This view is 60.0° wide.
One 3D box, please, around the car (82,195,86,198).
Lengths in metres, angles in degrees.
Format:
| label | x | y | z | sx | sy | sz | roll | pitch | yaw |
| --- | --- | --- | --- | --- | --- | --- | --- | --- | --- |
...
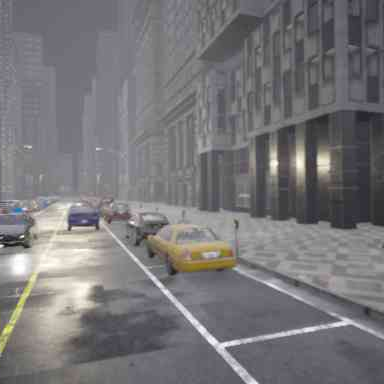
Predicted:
| label | x | y | z | sx | sy | sz | roll | pitch | yaw |
| --- | --- | --- | --- | --- | --- | --- | --- | --- | --- |
| car | -26.508 | 2.097 | 84.759 | 1.802 | 1.307 | 4.206 | -1 | 0 | -19 |

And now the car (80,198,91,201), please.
| label | x | y | z | sx | sy | sz | roll | pitch | yaw |
| --- | --- | --- | --- | --- | --- | --- | --- | --- | --- |
| car | -12.550 | 1.780 | 37.143 | 2.033 | 1.411 | 5.357 | -1 | 0 | -19 |

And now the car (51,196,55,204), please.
| label | x | y | z | sx | sy | sz | roll | pitch | yaw |
| --- | --- | --- | --- | --- | --- | --- | --- | --- | --- |
| car | -28.915 | 2.044 | 65.969 | 2.008 | 1.369 | 4.403 | -1 | 0 | -19 |

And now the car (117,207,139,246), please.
| label | x | y | z | sx | sy | sz | roll | pitch | yaw |
| --- | --- | --- | --- | --- | --- | --- | --- | --- | --- |
| car | -2.113 | 1.611 | 15.669 | 2.008 | 1.369 | 4.403 | -1 | 0 | -19 |

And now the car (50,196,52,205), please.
| label | x | y | z | sx | sy | sz | roll | pitch | yaw |
| --- | --- | --- | --- | --- | --- | --- | --- | --- | --- |
| car | -26.982 | 1.982 | 60.495 | 1.752 | 1.417 | 4.829 | -1 | 0 | -19 |

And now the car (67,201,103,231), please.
| label | x | y | z | sx | sy | sz | roll | pitch | yaw |
| --- | --- | --- | --- | --- | --- | --- | --- | --- | --- |
| car | -7.212 | 1.613 | 22.061 | 1.882 | 1.535 | 5.008 | -1 | 0 | -19 |

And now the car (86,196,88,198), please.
| label | x | y | z | sx | sy | sz | roll | pitch | yaw |
| --- | --- | --- | --- | --- | --- | --- | --- | --- | --- |
| car | -17.127 | 1.774 | 58.185 | 1.967 | 1.590 | 4.097 | -1 | 0 | -19 |

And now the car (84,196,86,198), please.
| label | x | y | z | sx | sy | sz | roll | pitch | yaw |
| --- | --- | --- | --- | --- | --- | --- | --- | --- | --- |
| car | -20.879 | 1.971 | 68.815 | 1.947 | 1.339 | 4.313 | -1 | 0 | -19 |

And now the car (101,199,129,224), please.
| label | x | y | z | sx | sy | sz | roll | pitch | yaw |
| --- | --- | --- | --- | --- | --- | --- | --- | --- | --- |
| car | -5.868 | 1.569 | 26.298 | 1.967 | 1.590 | 4.097 | -1 | 0 | -19 |

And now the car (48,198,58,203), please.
| label | x | y | z | sx | sy | sz | roll | pitch | yaw |
| --- | --- | --- | --- | --- | --- | --- | --- | --- | --- |
| car | -36.421 | 2.206 | 87.230 | 1.947 | 1.339 | 4.313 | -1 | 0 | -19 |

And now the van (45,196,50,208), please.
| label | x | y | z | sx | sy | sz | roll | pitch | yaw |
| --- | --- | --- | --- | --- | --- | --- | --- | --- | --- |
| van | -25.165 | 1.763 | 55.340 | 1.690 | 1.788 | 3.998 | -1 | 0 | -19 |

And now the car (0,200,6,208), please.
| label | x | y | z | sx | sy | sz | roll | pitch | yaw |
| --- | --- | --- | --- | --- | --- | --- | --- | --- | --- |
| car | -12.028 | 1.498 | 18.135 | 2.192 | 1.841 | 5.009 | -1 | 0 | -19 |

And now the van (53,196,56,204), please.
| label | x | y | z | sx | sy | sz | roll | pitch | yaw |
| --- | --- | --- | --- | --- | --- | --- | --- | --- | --- |
| van | -30.795 | 1.871 | 71.285 | 1.690 | 1.788 | 3.998 | -1 | 0 | -19 |

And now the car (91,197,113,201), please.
| label | x | y | z | sx | sy | sz | roll | pitch | yaw |
| --- | --- | --- | --- | --- | --- | --- | --- | --- | --- |
| car | -9.623 | 1.512 | 36.928 | 2.192 | 1.841 | 5.009 | -1 | 0 | -19 |

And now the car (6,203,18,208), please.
| label | x | y | z | sx | sy | sz | roll | pitch | yaw |
| --- | --- | --- | --- | --- | --- | --- | --- | --- | --- |
| car | -13.901 | 1.761 | 23.450 | 1.887 | 1.381 | 4.507 | -1 | 0 | -19 |

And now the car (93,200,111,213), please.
| label | x | y | z | sx | sy | sz | roll | pitch | yaw |
| --- | --- | --- | --- | --- | --- | --- | --- | --- | --- |
| car | -11.496 | 1.776 | 42.242 | 1.887 | 1.381 | 4.507 | -1 | 0 | -19 |

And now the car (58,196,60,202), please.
| label | x | y | z | sx | sy | sz | roll | pitch | yaw |
| --- | --- | --- | --- | --- | --- | --- | --- | --- | --- |
| car | -34.549 | 1.918 | 81.915 | 2.192 | 1.841 | 5.009 | -1 | 0 | -19 |

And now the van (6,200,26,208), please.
| label | x | y | z | sx | sy | sz | roll | pitch | yaw |
| --- | --- | --- | --- | --- | --- | --- | --- | --- | --- |
| van | -15.781 | 1.592 | 28.765 | 1.690 | 1.788 | 3.998 | -1 | 0 | -19 |

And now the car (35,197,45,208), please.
| label | x | y | z | sx | sy | sz | roll | pitch | yaw |
| --- | --- | --- | --- | --- | --- | --- | --- | --- | --- |
| car | -21.410 | 1.794 | 44.710 | 1.967 | 1.590 | 4.097 | -1 | 0 | -19 |

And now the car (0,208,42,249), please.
| label | x | y | z | sx | sy | sz | roll | pitch | yaw |
| --- | --- | --- | --- | --- | --- | --- | --- | --- | --- |
| car | -8.140 | 1.677 | 15.150 | 2.033 | 1.411 | 5.357 | -1 | 0 | -19 |

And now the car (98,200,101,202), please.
| label | x | y | z | sx | sy | sz | roll | pitch | yaw |
| --- | --- | --- | --- | --- | --- | --- | --- | --- | --- |
| car | -7.743 | 1.729 | 31.613 | 1.947 | 1.339 | 4.313 | -1 | 0 | -19 |

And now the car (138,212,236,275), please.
| label | x | y | z | sx | sy | sz | roll | pitch | yaw |
| --- | --- | --- | --- | --- | --- | --- | --- | --- | --- |
| car | -0.294 | 1.553 | 10.515 | 1.752 | 1.417 | 4.829 | -1 | 0 | -19 |

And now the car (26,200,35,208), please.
| label | x | y | z | sx | sy | sz | roll | pitch | yaw |
| --- | --- | --- | --- | --- | --- | --- | --- | --- | --- |
| car | -17.656 | 1.725 | 34.080 | 1.967 | 1.590 | 4.097 | -1 | 0 | -19 |

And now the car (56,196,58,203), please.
| label | x | y | z | sx | sy | sz | roll | pitch | yaw |
| --- | --- | --- | --- | --- | --- | --- | --- | --- | --- |
| car | -32.670 | 2.007 | 76.599 | 1.967 | 1.590 | 4.097 | -1 | 0 | -19 |
